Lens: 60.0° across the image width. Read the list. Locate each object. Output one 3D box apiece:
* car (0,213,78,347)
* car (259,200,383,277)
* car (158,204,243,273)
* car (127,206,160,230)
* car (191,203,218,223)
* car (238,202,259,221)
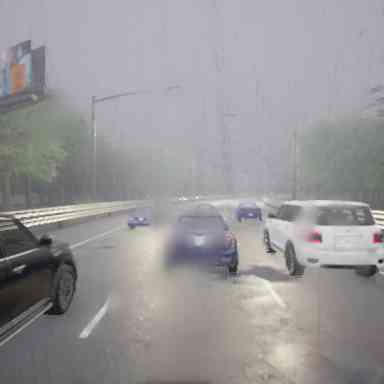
[{"bbox_3d":[-3.385,1.234,4.420,2.150,2.045,5.566,0,0,0],"label":"car"},{"bbox_3d":[3.770,1.260,10.515,2.150,2.045,5.566,0,0,2],"label":"car"},{"bbox_3d":[0.293,1.390,11.042,2.097,1.767,4.553,0,0,2],"label":"car"},{"bbox_3d":[-2.783,1.618,21.670,2.033,1.411,5.357,0,0,4],"label":"car"},{"bbox_3d":[1.091,1.659,27.043,1.994,1.385,4.181,0,0,4],"label":"car"},{"bbox_3d":[4.661,1.580,27.875,1.882,1.535,5.008,0,0,4],"label":"car"}]
